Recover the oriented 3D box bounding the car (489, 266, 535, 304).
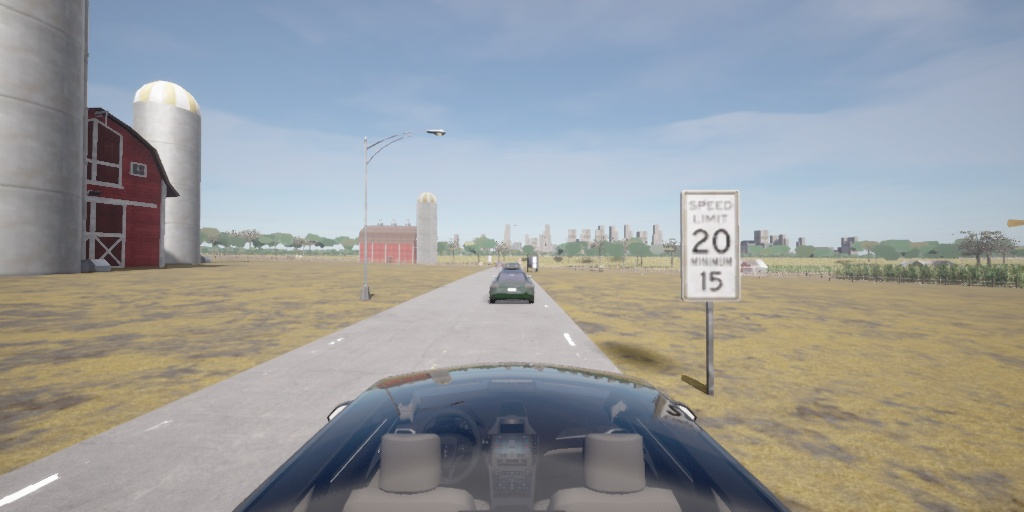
[{"bbox_3d":[0.000,1.332,16.502,1.994,1.385,4.181,0,0,0],"label":"car"}]

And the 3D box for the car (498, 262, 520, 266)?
[{"bbox_3d":[0.000,1.347,31.506,1.837,1.490,4.892,0,0,0],"label":"car"}]

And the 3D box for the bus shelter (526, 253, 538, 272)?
[{"bbox_3d":[3.125,0.928,52.379,1.920,2.740,3.880,0,0,0],"label":"bus shelter"}]
